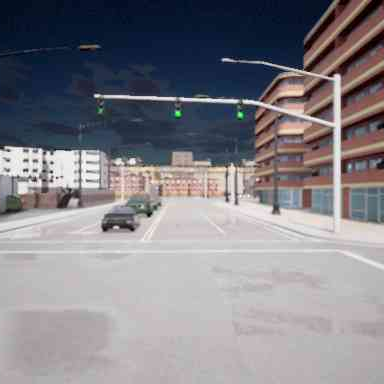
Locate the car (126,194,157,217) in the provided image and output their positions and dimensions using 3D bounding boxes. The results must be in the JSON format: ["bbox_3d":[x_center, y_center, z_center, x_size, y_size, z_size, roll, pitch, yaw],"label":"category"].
[{"bbox_3d":[-4.753,1.194,30.805,2.150,2.045,5.566,0,0,-3],"label":"car"}]

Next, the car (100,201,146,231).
[{"bbox_3d":[-4.254,1.528,20.631,2.033,1.411,5.357,0,0,-3],"label":"car"}]

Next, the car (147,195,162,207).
[{"bbox_3d":[-5.670,1.307,50.788,2.097,1.767,4.553,0,0,-2],"label":"car"}]

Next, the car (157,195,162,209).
[{"bbox_3d":[-5.197,1.316,40.589,2.097,1.767,4.553,0,0,-2],"label":"car"}]
